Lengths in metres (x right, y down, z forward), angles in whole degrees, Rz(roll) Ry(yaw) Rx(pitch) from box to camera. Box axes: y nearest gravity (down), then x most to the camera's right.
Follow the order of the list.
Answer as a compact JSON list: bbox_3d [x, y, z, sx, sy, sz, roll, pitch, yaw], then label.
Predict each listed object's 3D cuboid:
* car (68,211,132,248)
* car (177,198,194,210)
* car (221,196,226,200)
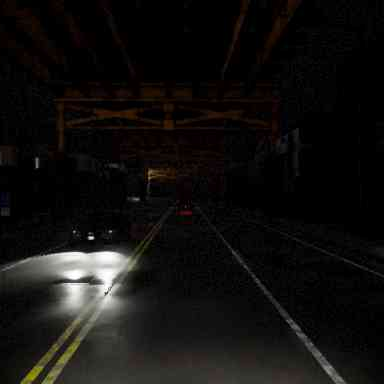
[{"bbox_3d":[-3.889,1.564,14.644,1.994,1.385,4.181,0,0,-1],"label":"car"},{"bbox_3d":[-0.846,1.504,42.837,1.837,1.490,4.892,0,0,-1],"label":"car"},{"bbox_3d":[10.221,1.453,90.080,4.974,1.542,2.038,0,0,29],"label":"car"}]
